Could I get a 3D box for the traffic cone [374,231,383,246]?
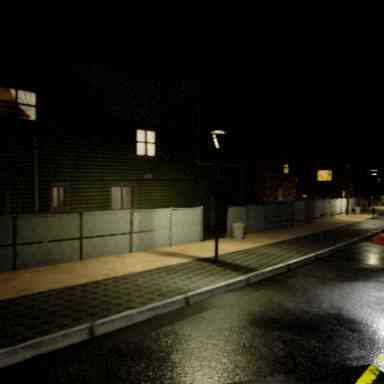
[{"bbox_3d":[7.851,1.912,13.914,0.340,0.580,0.340,1,1,41],"label":"traffic cone"}]
